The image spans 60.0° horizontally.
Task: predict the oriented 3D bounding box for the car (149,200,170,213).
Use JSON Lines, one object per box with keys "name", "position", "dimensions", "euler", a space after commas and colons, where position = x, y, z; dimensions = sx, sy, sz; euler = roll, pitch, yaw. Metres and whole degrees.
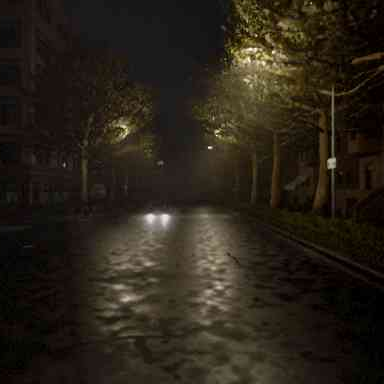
{"name": "car", "position": [-3.467, 1.571, 35.884], "dimensions": [1.895, 1.301, 4.718], "euler": [0, 0, 0]}
